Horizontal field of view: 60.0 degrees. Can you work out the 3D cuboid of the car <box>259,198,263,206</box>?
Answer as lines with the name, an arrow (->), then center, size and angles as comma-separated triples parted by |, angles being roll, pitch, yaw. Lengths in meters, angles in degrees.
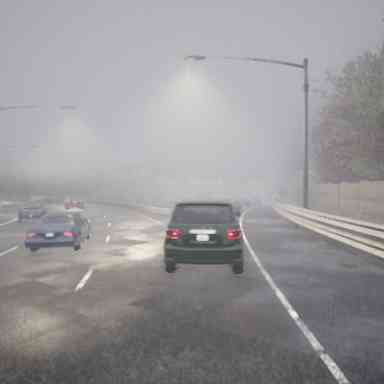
car -> 15.923, 2.484, 81.057 | 2.150, 2.045, 5.566 | 0, -4, 17

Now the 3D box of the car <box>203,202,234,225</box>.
car -> 2.082, 1.550, 24.965 | 1.994, 1.385, 4.181 | 0, 0, 8

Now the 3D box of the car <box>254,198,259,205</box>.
car -> 11.471, 1.964, 64.840 | 1.895, 1.301, 4.718 | 0, -2, 15

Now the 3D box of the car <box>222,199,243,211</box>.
car -> 4.999, 1.543, 40.473 | 1.994, 1.385, 4.181 | 0, 0, 13

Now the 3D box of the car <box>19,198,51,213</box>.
car -> -12.025, 1.464, 25.659 | 2.128, 1.511, 4.902 | 0, 0, -17

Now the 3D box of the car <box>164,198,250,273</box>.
car -> 0.441, 1.216, 10.882 | 2.150, 2.045, 5.566 | 0, 0, 4

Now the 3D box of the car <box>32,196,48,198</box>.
car -> -23.762, 1.472, 50.779 | 1.812, 1.442, 4.674 | 0, 0, -32

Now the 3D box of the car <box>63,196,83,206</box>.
car -> -15.437, 1.311, 43.149 | 2.097, 1.767, 4.553 | 0, 0, -26

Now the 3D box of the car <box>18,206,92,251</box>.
car -> -5.414, 1.534, 14.001 | 2.033, 1.411, 5.357 | 0, 0, -11

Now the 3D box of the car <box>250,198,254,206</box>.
car -> 8.407, 1.616, 53.685 | 1.994, 1.385, 4.181 | 0, -1, 15
